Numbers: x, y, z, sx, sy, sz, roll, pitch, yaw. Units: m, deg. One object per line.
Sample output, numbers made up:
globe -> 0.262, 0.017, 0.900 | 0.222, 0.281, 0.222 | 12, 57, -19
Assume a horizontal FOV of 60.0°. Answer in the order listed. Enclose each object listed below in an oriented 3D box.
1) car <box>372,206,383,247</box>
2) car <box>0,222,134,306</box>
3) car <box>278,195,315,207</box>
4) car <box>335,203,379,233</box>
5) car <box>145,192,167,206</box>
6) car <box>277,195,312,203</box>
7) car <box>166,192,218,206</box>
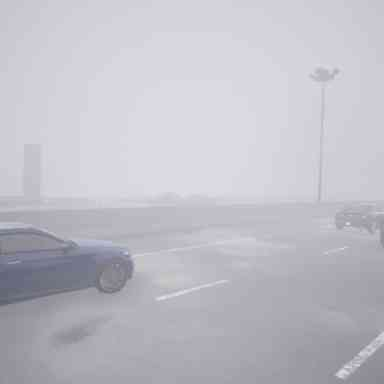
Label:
car -> 9.271, 1.457, 13.457 | 5.008, 1.535, 1.882 | 1, 2, -44
car -> -3.305, 1.296, 6.226 | 4.674, 1.442, 1.812 | 0, 2, -44
car -> 13.132, 1.073, 41.731 | 5.357, 1.411, 2.033 | 1, 2, -44
car -> 9.829, 1.393, 18.855 | 4.892, 1.490, 1.837 | 1, 2, -44
car -> -2.889, 0.714, 36.025 | 4.674, 1.442, 1.812 | 1, 2, -44
car -> 10.545, 1.124, 34.384 | 4.674, 1.442, 1.812 | 1, 2, -44
car -> 0.348, 0.861, 34.291 | 5.357, 1.411, 2.033 | 1, 2, -44
